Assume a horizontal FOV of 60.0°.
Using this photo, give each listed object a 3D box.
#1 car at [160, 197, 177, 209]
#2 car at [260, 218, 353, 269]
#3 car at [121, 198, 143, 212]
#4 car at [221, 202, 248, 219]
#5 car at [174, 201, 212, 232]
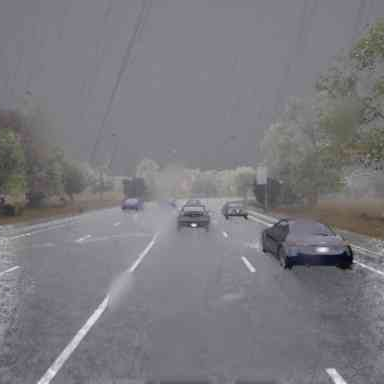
[{"bbox_3d":[-3.250,1.479,46.686,1.882,1.535,5.008,0,0,2],"label":"car"},{"bbox_3d":[3.600,1.565,11.168,1.994,1.385,4.181,0,0,0],"label":"car"},{"bbox_3d":[-6.967,1.478,39.211,1.882,1.535,5.008,0,0,1],"label":"car"},{"bbox_3d":[3.611,1.549,28.705,2.033,1.411,5.357,0,0,0],"label":"car"},{"bbox_3d":[0.103,1.506,20.053,1.837,1.490,4.892,0,0,0],"label":"car"}]
